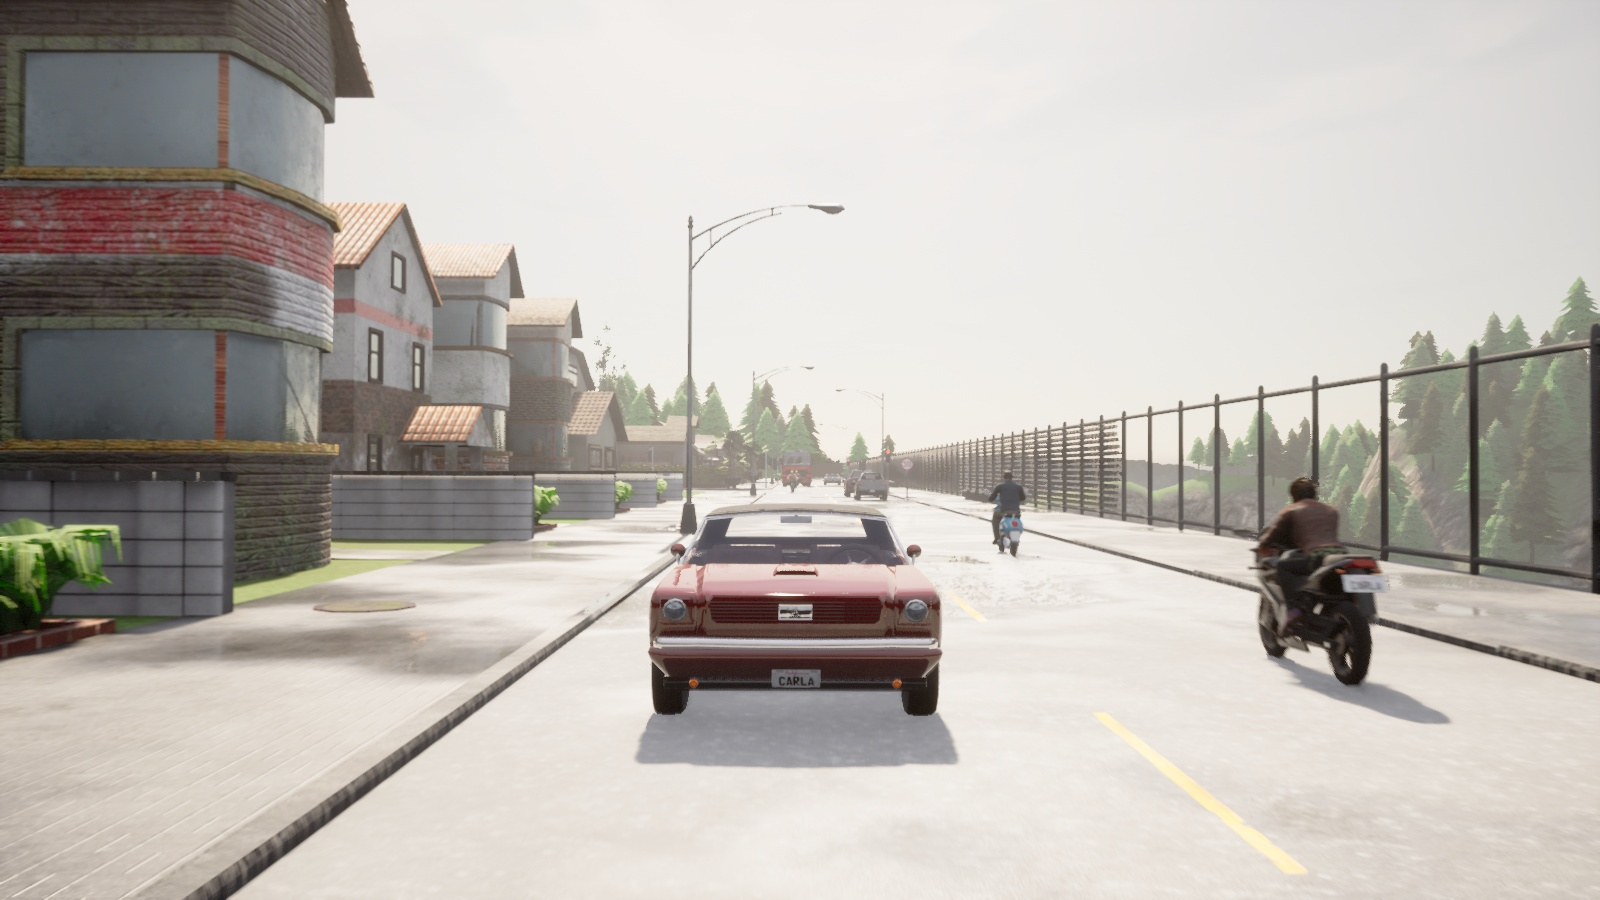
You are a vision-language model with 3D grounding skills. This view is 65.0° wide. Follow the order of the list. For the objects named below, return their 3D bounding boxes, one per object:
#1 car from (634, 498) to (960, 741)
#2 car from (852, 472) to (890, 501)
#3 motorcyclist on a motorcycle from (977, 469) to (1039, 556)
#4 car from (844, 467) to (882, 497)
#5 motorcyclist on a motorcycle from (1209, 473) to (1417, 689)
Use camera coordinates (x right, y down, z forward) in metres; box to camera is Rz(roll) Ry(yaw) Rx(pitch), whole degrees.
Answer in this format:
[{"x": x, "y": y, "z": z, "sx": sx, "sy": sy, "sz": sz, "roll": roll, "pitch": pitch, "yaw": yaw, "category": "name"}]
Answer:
[{"x": -0.023, "y": 1.077, "z": 9.671, "sx": 1.895, "sy": 1.301, "sz": 4.718, "roll": 0, "pitch": -1, "yaw": 0, "category": "car"}, {"x": 3.834, "y": 1.958, "z": 68.406, "sx": 1.845, "sy": 1.501, "sz": 3.633, "roll": 0, "pitch": -1, "yaw": 0, "category": "car"}, {"x": 3.942, "y": 1.153, "z": 23.913, "sx": 0.866, "sy": 1.590, "sz": 1.817, "roll": 0, "pitch": -1, "yaw": 0, "category": "motorcyclist on a motorcycle"}, {"x": 3.813, "y": 1.947, "z": 76.984, "sx": 2.097, "sy": 1.767, "sz": 4.553, "roll": 0, "pitch": -1, "yaw": 0, "category": "car"}, {"x": 3.976, "y": 0.947, "z": 9.944, "sx": 0.797, "sy": 1.523, "sz": 2.044, "roll": 0, "pitch": -1, "yaw": 0, "category": "motorcyclist on a motorcycle"}]
